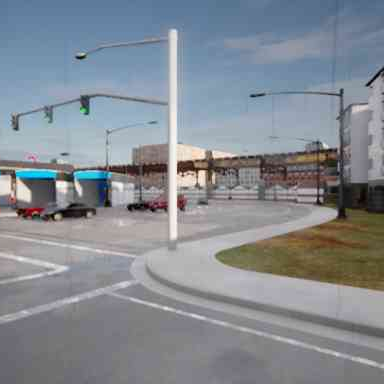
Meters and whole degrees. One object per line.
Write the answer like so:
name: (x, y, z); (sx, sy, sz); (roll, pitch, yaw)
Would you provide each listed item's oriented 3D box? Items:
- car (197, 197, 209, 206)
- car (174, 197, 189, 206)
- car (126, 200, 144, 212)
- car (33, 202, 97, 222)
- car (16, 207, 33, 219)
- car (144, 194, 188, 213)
car: (1.829, 1.517, 54.333); (2.033, 1.411, 5.357); (0, 0, 4)
car: (-1.628, 1.514, 54.852); (2.033, 1.411, 5.357); (0, 0, 3)
car: (-5.698, 1.573, 39.300); (1.895, 1.301, 4.718); (0, 0, 25)
car: (-9.822, 1.502, 26.654); (1.812, 1.442, 4.674); (0, 0, 36)
car: (-12.526, 1.574, 28.837); (1.895, 1.301, 4.718); (0, 0, 37)
car: (-2.666, 1.199, 37.573); (2.150, 2.045, 5.566); (0, 0, 26)
